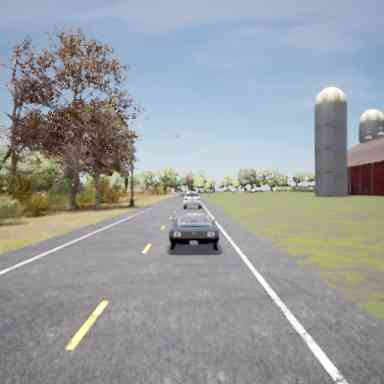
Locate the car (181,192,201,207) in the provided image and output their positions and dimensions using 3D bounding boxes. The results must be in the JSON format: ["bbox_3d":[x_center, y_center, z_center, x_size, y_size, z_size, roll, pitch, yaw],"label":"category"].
[{"bbox_3d":[0.057,1.048,44.016,2.150,2.045,5.566,0,0,0],"label":"car"}]

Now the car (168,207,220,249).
[{"bbox_3d":[0.078,1.547,14.214,1.895,1.301,4.718,0,0,0],"label":"car"}]
